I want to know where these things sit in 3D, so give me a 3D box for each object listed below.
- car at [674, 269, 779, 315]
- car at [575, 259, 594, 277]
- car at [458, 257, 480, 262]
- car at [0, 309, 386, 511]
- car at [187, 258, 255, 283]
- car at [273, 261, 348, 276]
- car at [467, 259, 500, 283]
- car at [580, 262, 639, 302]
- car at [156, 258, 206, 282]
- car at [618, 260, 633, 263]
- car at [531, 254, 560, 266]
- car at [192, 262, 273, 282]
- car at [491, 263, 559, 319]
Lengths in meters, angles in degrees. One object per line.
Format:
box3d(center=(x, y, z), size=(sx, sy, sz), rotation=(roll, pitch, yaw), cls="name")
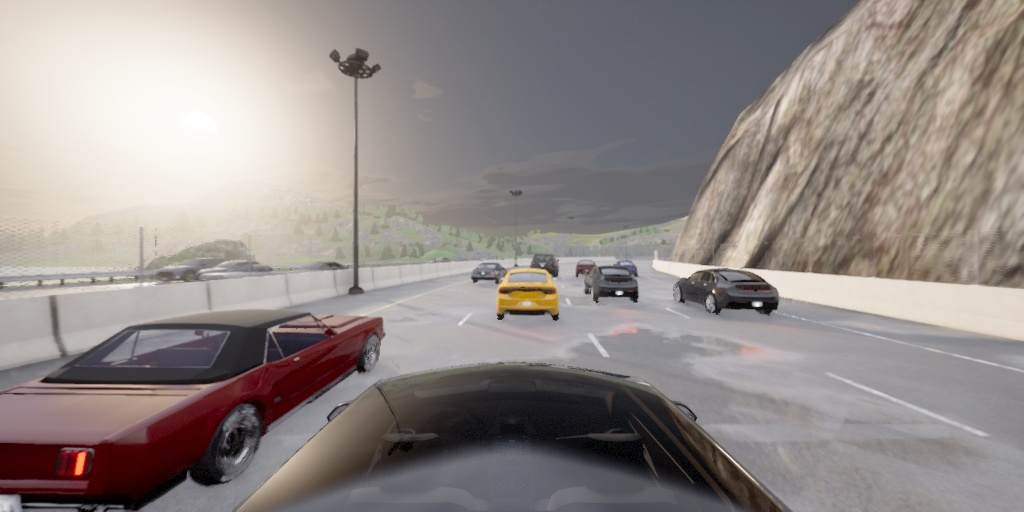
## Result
box3d(center=(7.670, 1.208, 13.348), size=(1.837, 1.490, 4.892), rotation=(0, 0, 4), cls="car")
box3d(center=(6.927, 1.074, 33.375), size=(1.882, 1.535, 5.008), rotation=(0, 0, 11), cls="car")
box3d(center=(-6.934, 0.906, 62.723), size=(2.128, 1.511, 4.902), rotation=(0, 0, 20), cls="car")
box3d(center=(-3.304, 1.329, 4.563), size=(1.895, 1.301, 4.718), rotation=(0, 0, 1), cls="car")
box3d(center=(-19.411, 1.093, 25.228), size=(1.837, 1.490, 4.892), rotation=(0, 0, 8), cls="car")
box3d(center=(-12.610, 1.116, 23.309), size=(1.837, 1.490, 4.892), rotation=(0, 0, 7), cls="car")
box3d(center=(-1.517, 1.167, 25.841), size=(2.033, 1.411, 5.357), rotation=(0, 0, 8), cls="car")
box3d(center=(4.421, 1.186, 16.456), size=(1.837, 1.490, 4.892), rotation=(0, 0, 5), cls="car")
box3d(center=(-22.819, 0.929, 26.086), size=(2.097, 1.767, 4.553), rotation=(0, 0, 8), cls="car")
box3d(center=(10.451, 1.130, 33.186), size=(1.812, 1.442, 4.674), rotation=(0, 0, 11), cls="car")
box3d(center=(2.850, 0.823, 30.782), size=(2.150, 2.045, 5.566), rotation=(0, 0, 10), cls="car")
box3d(center=(-16.305, 1.212, 22.037), size=(1.895, 1.301, 4.718), rotation=(0, 0, 7), cls="car")
box3d(center=(0.581, 1.172, 12.524), size=(1.882, 1.535, 5.008), rotation=(0, 0, 4), cls="car")
